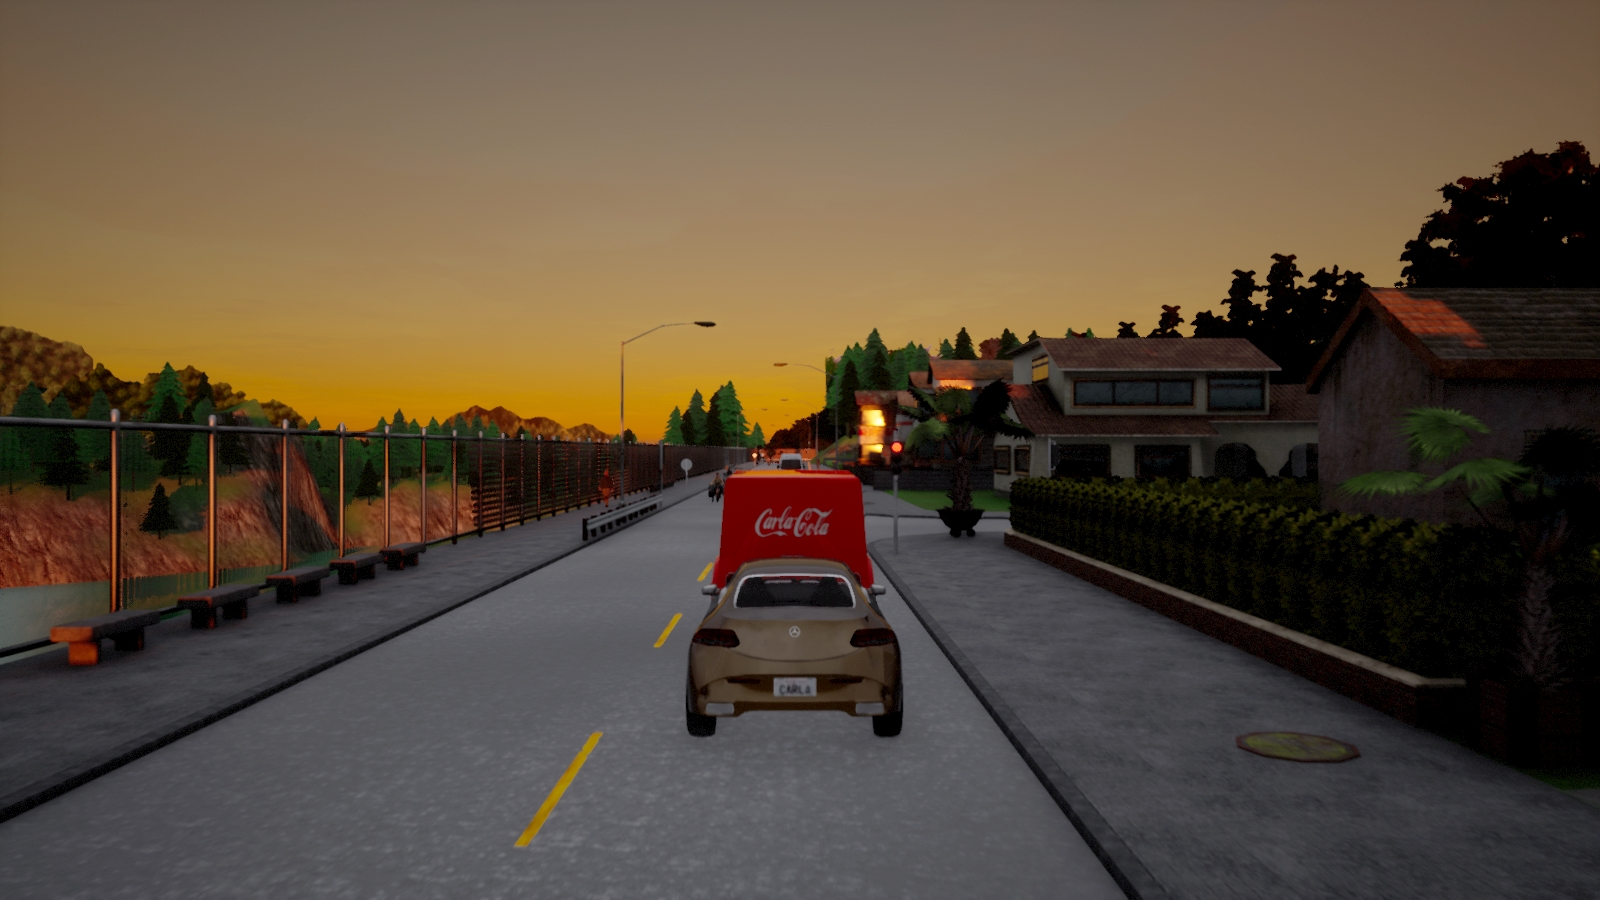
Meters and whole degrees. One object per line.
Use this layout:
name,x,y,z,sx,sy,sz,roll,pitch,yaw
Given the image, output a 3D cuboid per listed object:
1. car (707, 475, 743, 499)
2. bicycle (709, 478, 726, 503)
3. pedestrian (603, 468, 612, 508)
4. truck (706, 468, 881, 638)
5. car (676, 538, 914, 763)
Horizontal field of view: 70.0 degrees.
car,-4.519,2.195,69.208,1.895,1.301,4.718,0,0,0
bicycle,-4.453,2.193,61.832,0.859,1.276,1.487,0,0,0
pedestrian,-9.003,1.775,53.348,0.375,1.860,0.375,0,0,-1
truck,-0.119,1.581,19.745,2.627,2.467,5.204,0,0,0
car,-0.066,2.000,12.824,2.152,1.651,5.027,0,0,0
